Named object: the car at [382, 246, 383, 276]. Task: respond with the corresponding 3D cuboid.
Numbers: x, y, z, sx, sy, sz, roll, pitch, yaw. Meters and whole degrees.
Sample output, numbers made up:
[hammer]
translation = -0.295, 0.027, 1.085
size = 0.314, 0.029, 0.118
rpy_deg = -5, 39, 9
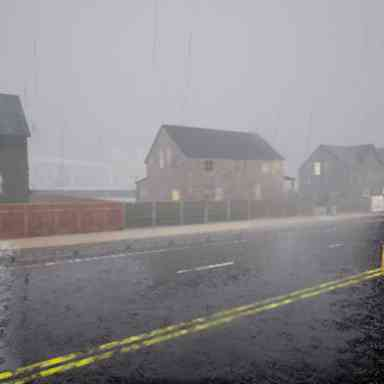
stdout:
[car]
translation = 6.603, 1.453, 8.146
size = 5.008, 1.535, 1.882
rpy_deg = 0, 0, -35
